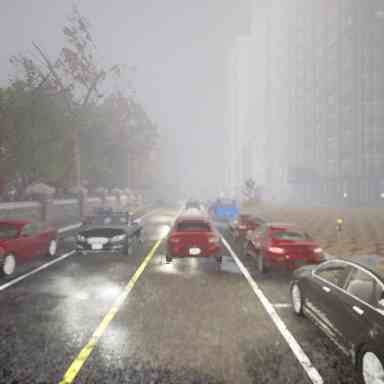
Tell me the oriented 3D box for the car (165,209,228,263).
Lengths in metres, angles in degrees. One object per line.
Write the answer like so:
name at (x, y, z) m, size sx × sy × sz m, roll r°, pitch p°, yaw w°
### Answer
car at (0.052, 1.545, 11.932) m, size 1.812 × 1.442 × 4.674 m, roll 0°, pitch 0°, yaw -1°

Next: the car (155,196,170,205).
car at (-5.677, 1.705, 61.016) m, size 1.947 × 1.339 × 4.313 m, roll 0°, pitch 0°, yaw 0°

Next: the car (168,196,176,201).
car at (-5.670, 1.848, 94.809) m, size 1.802 × 1.307 × 4.206 m, roll 0°, pitch 0°, yaw 0°

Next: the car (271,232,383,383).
car at (2.692, 1.558, 4.691) m, size 2.008 × 1.369 × 4.403 m, roll 0°, pitch 0°, yaw 0°

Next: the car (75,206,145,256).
car at (-3.097, 1.514, 13.298) m, size 2.128 × 1.511 × 4.902 m, roll 0°, pitch 0°, yaw 0°

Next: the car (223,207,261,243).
car at (2.694, 1.609, 15.956) m, size 1.802 × 1.307 × 4.206 m, roll 0°, pitch 0°, yaw 0°

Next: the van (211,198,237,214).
van at (2.697, 1.392, 27.222) m, size 1.690 × 1.788 × 3.998 m, roll 0°, pitch 0°, yaw 0°

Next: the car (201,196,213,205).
car at (2.704, 1.579, 61.015) m, size 1.967 × 1.590 × 4.097 m, roll 0°, pitch 0°, yaw 0°

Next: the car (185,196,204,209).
car at (0.110, 1.585, 44.703) m, size 2.128 × 1.511 × 4.902 m, roll 0°, pitch 0°, yaw 0°

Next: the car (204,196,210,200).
car at (2.701, 1.690, 49.749) m, size 1.802 × 1.307 × 4.206 m, roll 0°, pitch 0°, yaw 0°

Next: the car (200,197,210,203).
car at (2.705, 1.727, 72.278) m, size 2.008 × 1.369 × 4.403 m, roll 0°, pitch 0°, yaw 0°

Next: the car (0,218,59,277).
car at (-5.687, 1.562, 10.325) m, size 1.887 × 1.381 × 4.507 m, roll 0°, pitch 0°, yaw 0°

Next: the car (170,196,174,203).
car at (-5.675, 1.616, 72.280) m, size 1.967 × 1.590 × 4.097 m, roll 0°, pitch 0°, yaw 0°

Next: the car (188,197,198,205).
car at (0.114, 1.654, 65.048) m, size 1.837 × 1.490 × 4.892 m, roll 0°, pitch -1°, yaw 0°

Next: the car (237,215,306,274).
car at (2.693, 1.599, 10.324) m, size 1.802 × 1.307 × 4.206 m, roll 0°, pitch 0°, yaw 0°

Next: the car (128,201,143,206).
car at (-5.683, 1.590, 32.685) m, size 1.752 × 1.417 × 4.829 m, roll 0°, pitch 0°, yaw 0°

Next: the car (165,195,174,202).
car at (-5.673, 1.661, 83.544) m, size 1.967 × 1.590 × 4.097 m, roll 0°, pitch 0°, yaw 0°

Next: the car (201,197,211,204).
car at (2.704, 1.738, 66.645) m, size 1.802 × 1.307 × 4.206 m, roll 0°, pitch 0°, yaw 0°

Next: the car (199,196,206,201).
car at (2.709, 1.769, 89.344) m, size 1.752 × 1.417 × 4.829 m, roll 0°, pitch 0°, yaw 0°

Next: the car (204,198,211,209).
car at (2.699, 1.661, 38.484) m, size 1.802 × 1.307 × 4.206 m, roll 0°, pitch 0°, yaw 0°

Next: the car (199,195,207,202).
car at (2.708, 1.661, 83.542) m, size 1.967 × 1.590 × 4.097 m, roll 0°, pitch 0°, yaw 0°
